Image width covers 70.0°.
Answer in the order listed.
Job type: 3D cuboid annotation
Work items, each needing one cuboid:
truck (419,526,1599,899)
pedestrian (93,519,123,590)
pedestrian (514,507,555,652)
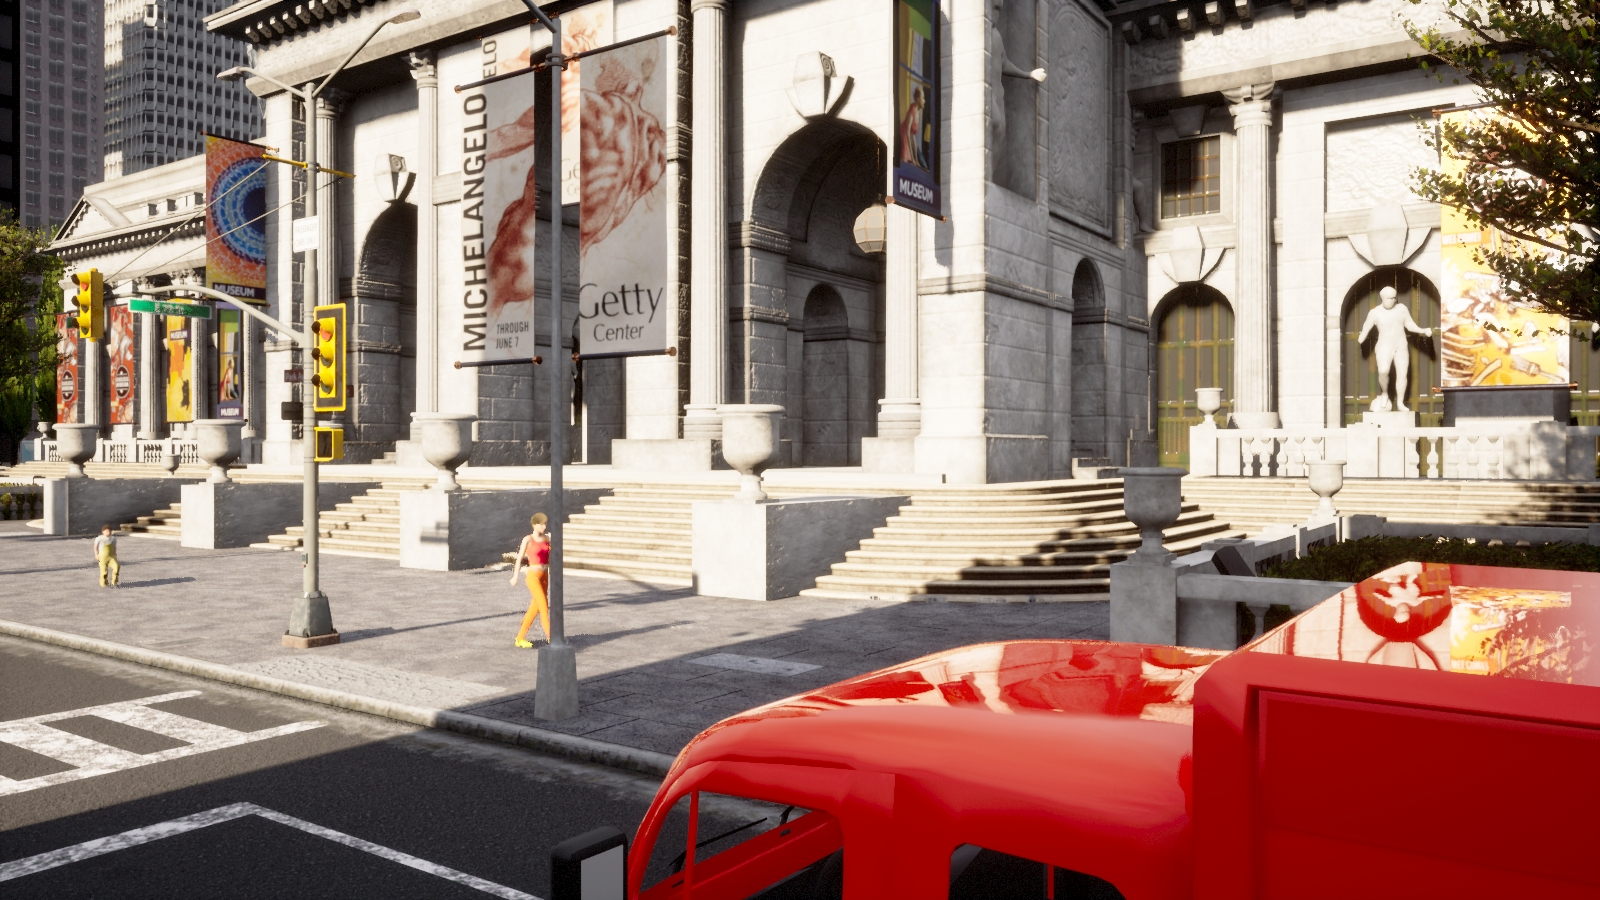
[{"bbox_3d":[1.935,1.568,2.414,5.204,2.467,2.627,0,0,35],"label":"truck"},{"bbox_3d":[-13.122,1.967,21.660,0.375,1.300,0.375,0,0,37],"label":"pedestrian"},{"bbox_3d":[-3.498,1.691,15.058,0.375,1.860,0.375,0,0,36],"label":"pedestrian"}]
